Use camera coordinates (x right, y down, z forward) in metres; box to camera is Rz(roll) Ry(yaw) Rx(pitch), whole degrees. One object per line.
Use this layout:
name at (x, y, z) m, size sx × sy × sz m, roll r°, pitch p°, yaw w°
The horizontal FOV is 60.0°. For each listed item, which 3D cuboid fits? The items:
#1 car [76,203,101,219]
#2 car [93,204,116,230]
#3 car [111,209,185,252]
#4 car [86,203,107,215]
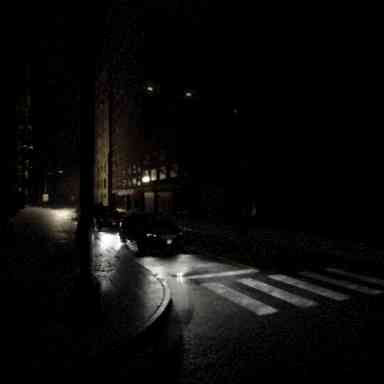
car at (-10.663, 2.084, 33.782) m, size 1.837 × 1.490 × 4.892 m, roll 1°, pitch -1°, yaw -25°
car at (-6.226, 1.896, 24.333) m, size 2.128 × 1.511 × 4.902 m, roll 1°, pitch -1°, yaw -25°
car at (-1.978, 1.735, 15.302) m, size 2.128 × 1.511 × 4.902 m, roll 1°, pitch -1°, yaw -26°
car at (-13.363, 2.314, 46.395) m, size 2.128 × 1.511 × 4.902 m, roll 1°, pitch -1°, yaw -25°
